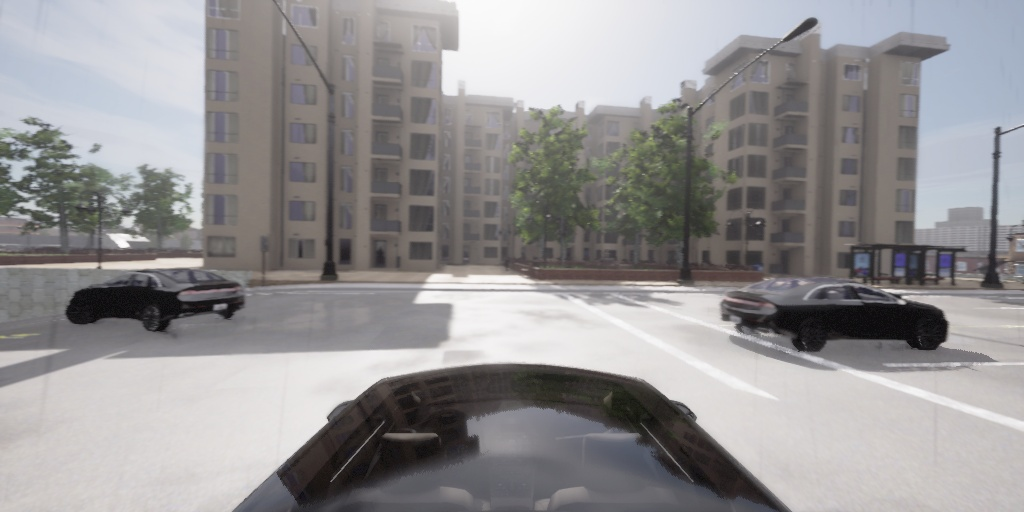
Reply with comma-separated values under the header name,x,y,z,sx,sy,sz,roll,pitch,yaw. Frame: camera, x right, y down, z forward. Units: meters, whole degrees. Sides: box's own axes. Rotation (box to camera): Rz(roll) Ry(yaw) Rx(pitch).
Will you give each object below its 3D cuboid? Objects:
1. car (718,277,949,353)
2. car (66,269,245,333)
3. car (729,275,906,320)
name,x,y,z,sx,sy,sz,roll,pitch,yaw
car,7.480,1.279,8.469,4.902,1.511,2.128,1,1,-8
car,-9.889,1.098,10.017,4.902,1.511,2.128,0,0,17
car,10.400,1.395,12.404,4.718,1.301,1.895,1,1,-6
